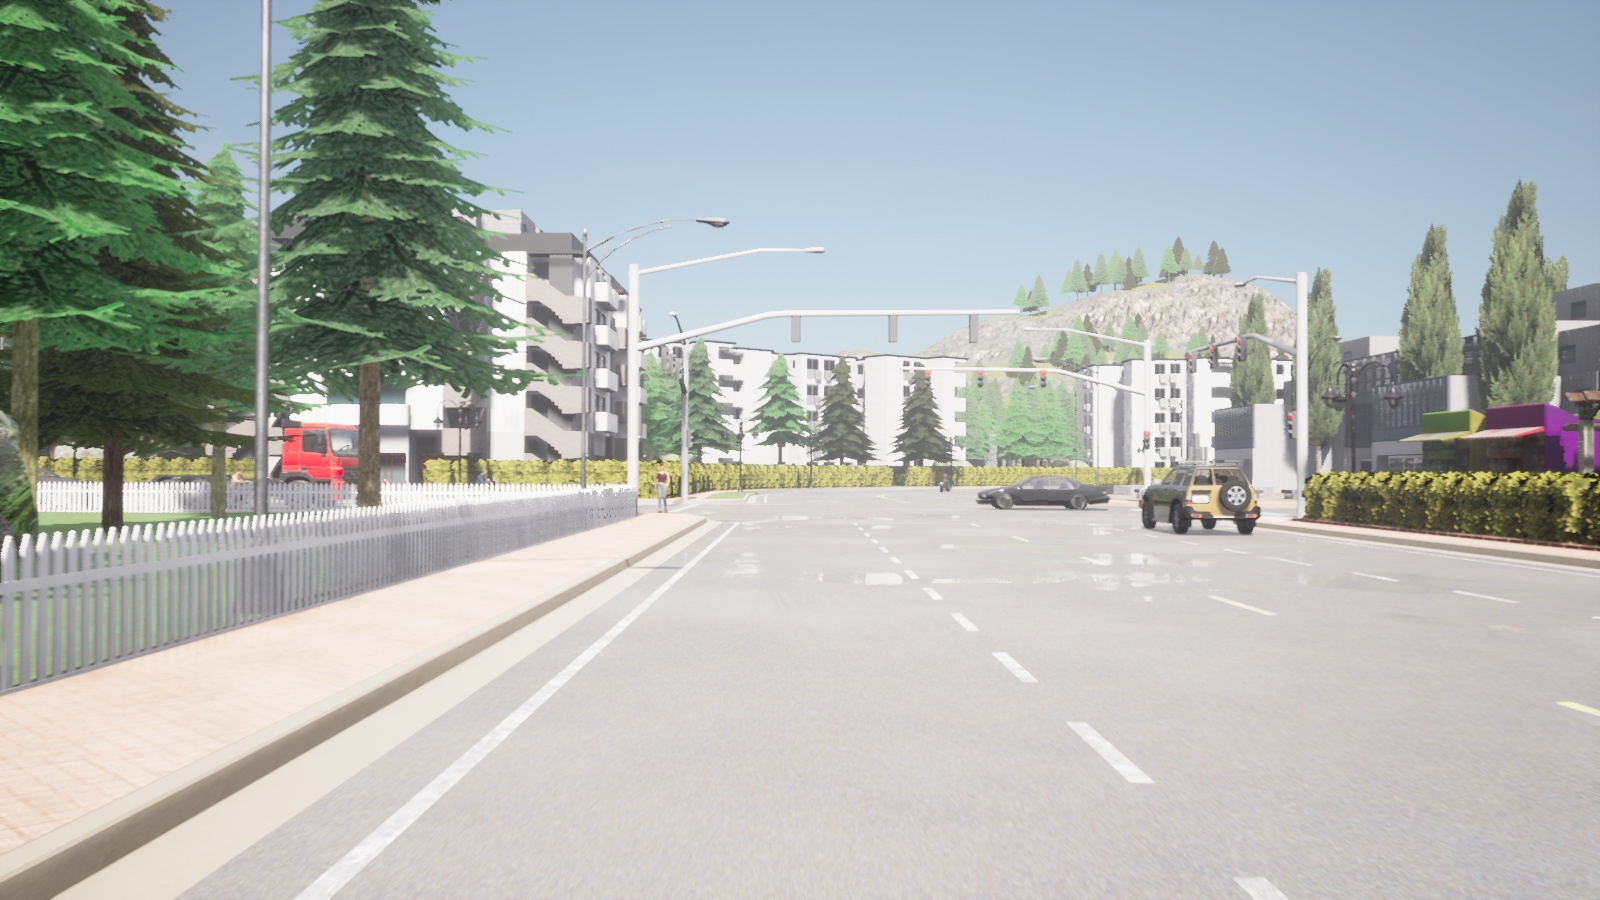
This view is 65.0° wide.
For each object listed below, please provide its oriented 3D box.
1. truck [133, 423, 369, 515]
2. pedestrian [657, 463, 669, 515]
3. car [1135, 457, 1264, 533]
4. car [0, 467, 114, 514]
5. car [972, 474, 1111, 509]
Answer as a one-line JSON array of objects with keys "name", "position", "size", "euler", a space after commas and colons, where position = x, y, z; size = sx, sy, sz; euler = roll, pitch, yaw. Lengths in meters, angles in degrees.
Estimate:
[{"name": "truck", "position": [-21.284, 0.738, 48.987], "size": [7.936, 3.462, 2.891], "euler": [0, -1, 1]}, {"name": "pedestrian", "position": [-4.903, 1.383, 44.830], "size": [0.345, 1.836, 0.594], "euler": [0, -1, 2]}, {"name": "car", "position": [10.414, 1.144, 33.102], "size": [1.932, 1.855, 4.605], "euler": [0, -1, 0]}, {"name": "car", "position": [-28.017, 1.469, 45.626], "size": [5.027, 1.651, 2.152], "euler": [0, -1, 1]}, {"name": "car", "position": [9.898, 1.689, 51.764], "size": [5.357, 1.411, 2.033], "euler": [0, -1, 1]}]
